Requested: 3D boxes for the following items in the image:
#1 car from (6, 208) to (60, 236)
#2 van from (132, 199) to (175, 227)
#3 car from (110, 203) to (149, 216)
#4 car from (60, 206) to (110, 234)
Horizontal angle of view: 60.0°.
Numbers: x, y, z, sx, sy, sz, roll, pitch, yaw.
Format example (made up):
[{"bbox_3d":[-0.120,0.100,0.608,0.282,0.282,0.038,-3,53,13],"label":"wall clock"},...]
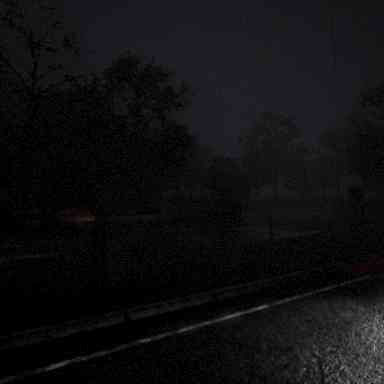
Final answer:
[{"bbox_3d":[-9.750,1.660,19.819,2.163,1.488,4.792,1,-1,-36],"label":"car"},{"bbox_3d":[-2.898,1.543,24.556,1.878,1.987,4.442,1,-1,-36],"label":"van"},{"bbox_3d":[-5.240,1.752,23.056,2.163,1.488,4.792,1,-1,-36],"label":"car"},{"bbox_3d":[-7.370,1.673,21.262,1.946,1.575,5.366,1,-1,-36],"label":"car"}]
